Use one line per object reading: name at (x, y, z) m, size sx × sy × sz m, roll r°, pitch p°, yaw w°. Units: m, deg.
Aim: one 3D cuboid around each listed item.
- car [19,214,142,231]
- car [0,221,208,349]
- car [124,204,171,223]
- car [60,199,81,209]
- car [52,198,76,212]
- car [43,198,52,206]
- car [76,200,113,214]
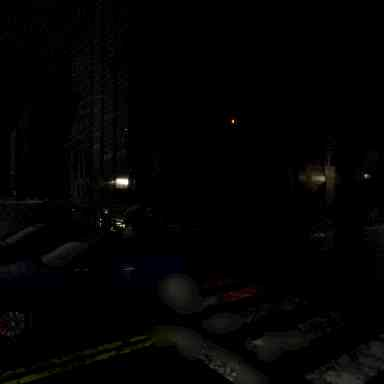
car at (-3.896, 1.525, 8.900) m, size 4.674 × 1.442 × 1.812 m, roll 0°, pitch 0°, yaw -35°
car at (-1.819, 1.525, 6.377) m, size 4.674 × 1.442 × 1.812 m, roll 0°, pitch 0°, yaw -35°
car at (-3.390, 1.602, 24.340) m, size 1.812 × 1.442 × 4.674 m, roll 1°, pitch -1°, yaw -37°
car at (-18.968, 1.770, 51.792) m, size 1.812 × 1.442 × 4.674 m, roll 1°, pitch -1°, yaw -35°
car at (-15.490, 1.719, 41.393) m, size 2.033 × 1.411 × 5.357 m, roll 1°, pitch -1°, yaw -34°
car at (-26.507, 1.796, 62.419) m, size 2.128 × 1.511 × 4.902 m, roll 1°, pitch -1°, yaw -36°
car at (-9.340, 1.615, 32.705) m, size 2.128 × 1.511 × 4.902 m, roll 1°, pitch -1°, yaw -36°
